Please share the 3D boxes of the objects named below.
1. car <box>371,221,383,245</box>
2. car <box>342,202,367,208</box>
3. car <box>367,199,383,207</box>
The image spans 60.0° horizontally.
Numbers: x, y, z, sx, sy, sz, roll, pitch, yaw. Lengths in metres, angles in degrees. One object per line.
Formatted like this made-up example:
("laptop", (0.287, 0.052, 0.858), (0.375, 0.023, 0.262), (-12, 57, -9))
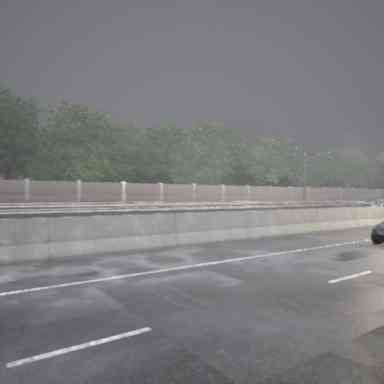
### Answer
("car", (10.051, 1.717, 15.232), (4.181, 1.385, 1.994), (1, 0, -35))
("car", (22.897, 1.994, 46.103), (4.718, 1.301, 1.895), (1, 0, -35))
("car", (25.495, 1.751, 43.653), (4.553, 1.767, 2.097), (1, 0, -35))
